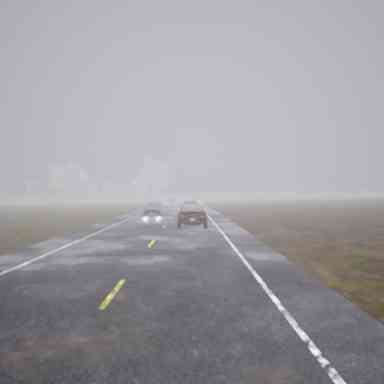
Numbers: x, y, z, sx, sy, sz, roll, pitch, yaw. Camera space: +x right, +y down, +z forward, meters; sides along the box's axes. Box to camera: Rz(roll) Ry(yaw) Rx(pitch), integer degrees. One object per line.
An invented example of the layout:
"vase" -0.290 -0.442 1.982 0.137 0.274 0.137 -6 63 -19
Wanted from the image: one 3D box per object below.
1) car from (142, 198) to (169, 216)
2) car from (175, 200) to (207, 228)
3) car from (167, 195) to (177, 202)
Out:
"car" -3.797 1.615 33.532 2.033 1.411 5.357 0 0 -1
"car" 0.006 1.520 22.516 1.882 1.535 5.008 0 0 0
"car" -4.473 1.529 74.371 2.097 1.767 4.553 0 0 -1
